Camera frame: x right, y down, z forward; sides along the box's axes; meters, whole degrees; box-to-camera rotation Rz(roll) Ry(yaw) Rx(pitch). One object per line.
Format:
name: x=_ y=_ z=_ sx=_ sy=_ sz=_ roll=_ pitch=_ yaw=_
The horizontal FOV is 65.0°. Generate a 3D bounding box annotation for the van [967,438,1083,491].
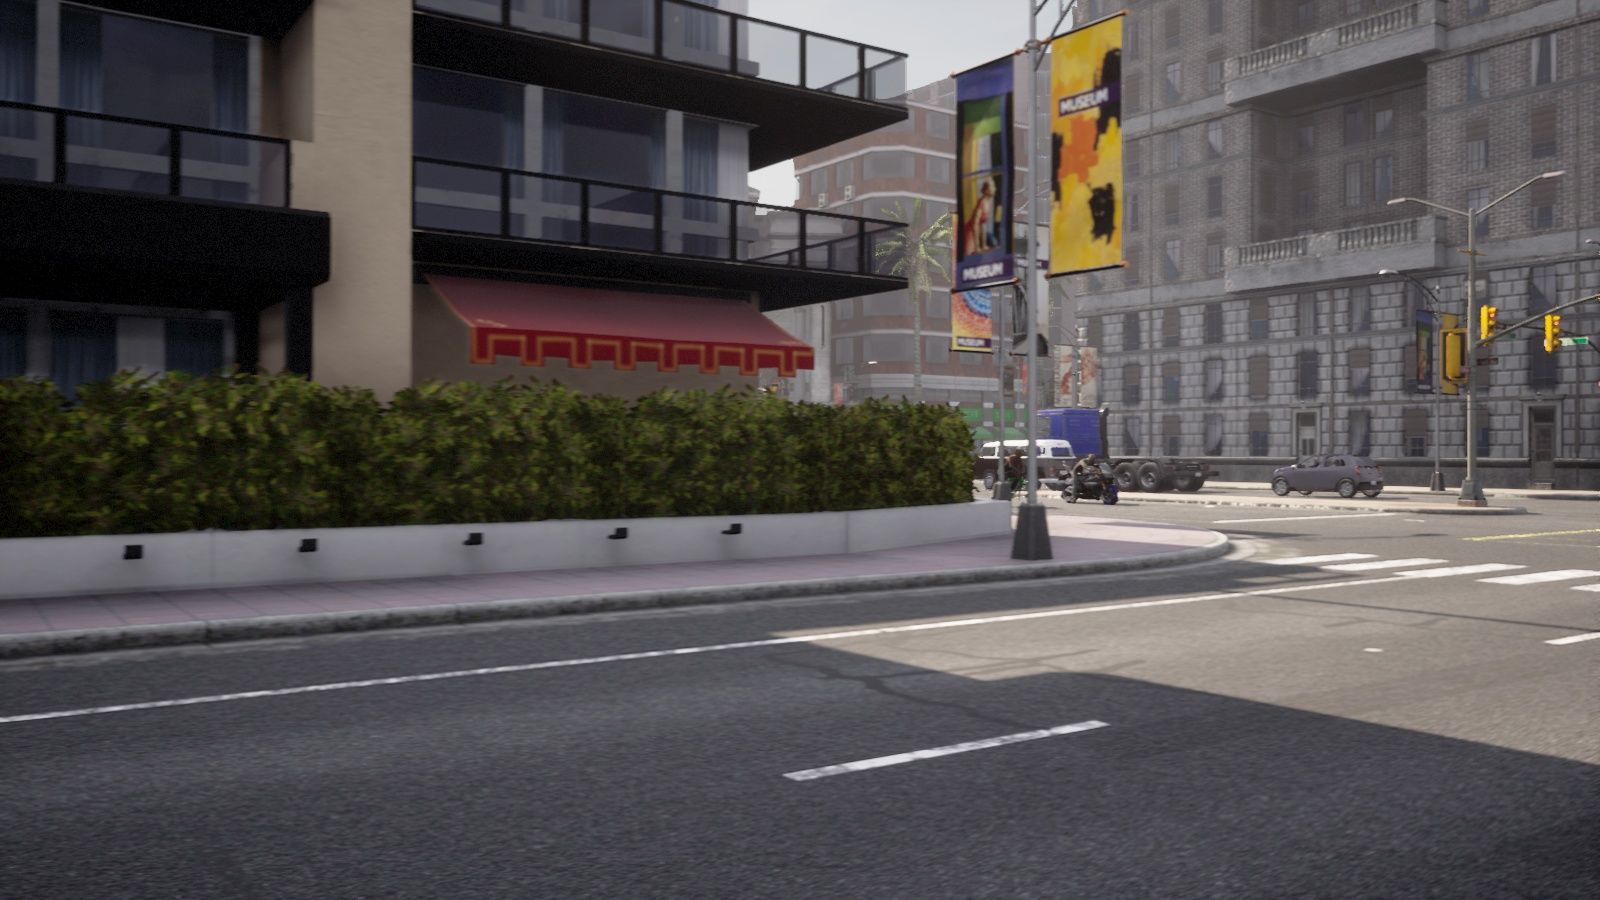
van: x=9.013 y=0.573 z=50.618 sx=2.069 sy=2.038 sz=4.480 roll=0 pitch=0 yaw=-34

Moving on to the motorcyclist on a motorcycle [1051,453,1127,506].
motorcyclist on a motorcycle: x=8.533 y=0.853 z=37.200 sx=0.866 sy=1.530 sz=2.191 roll=0 pitch=0 yaw=-35

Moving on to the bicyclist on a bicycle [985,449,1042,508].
bicyclist on a bicycle: x=5.906 y=0.771 z=34.843 sx=0.582 sy=1.620 sz=1.656 roll=0 pitch=0 yaw=-35

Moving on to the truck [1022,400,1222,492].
truck: x=12.903 y=-0.139 z=51.138 sx=2.891 sy=3.462 sz=7.936 roll=0 pitch=0 yaw=-35

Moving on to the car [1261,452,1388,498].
car: x=18.134 y=0.827 z=43.533 sx=1.845 sy=1.501 sz=3.633 roll=0 pitch=0 yaw=-35
